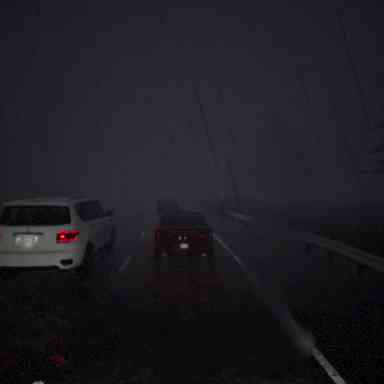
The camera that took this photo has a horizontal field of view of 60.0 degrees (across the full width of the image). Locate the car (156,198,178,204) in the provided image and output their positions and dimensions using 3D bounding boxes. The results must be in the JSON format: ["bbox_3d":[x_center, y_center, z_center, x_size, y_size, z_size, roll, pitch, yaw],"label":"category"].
[{"bbox_3d":[-2.277,1.243,30.642,1.882,1.535,5.008,0,0,-8],"label":"car"}]

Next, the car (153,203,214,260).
[{"bbox_3d":[-0.363,1.383,12.054,1.882,1.535,5.008,0,0,-3],"label":"car"}]

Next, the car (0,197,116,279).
[{"bbox_3d":[-3.750,1.153,9.995,2.150,2.045,5.566,0,0,-3],"label":"car"}]
